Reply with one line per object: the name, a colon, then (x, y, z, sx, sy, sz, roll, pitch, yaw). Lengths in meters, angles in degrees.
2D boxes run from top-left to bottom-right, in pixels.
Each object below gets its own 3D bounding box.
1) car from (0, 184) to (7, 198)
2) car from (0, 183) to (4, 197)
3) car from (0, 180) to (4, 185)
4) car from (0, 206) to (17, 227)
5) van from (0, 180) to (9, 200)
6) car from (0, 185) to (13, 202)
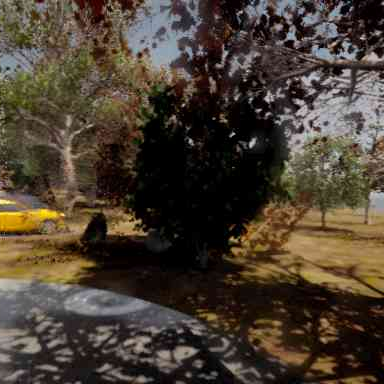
car: (-22.616, -0.165, 35.413, 4.792, 1.488, 2.163, 1, 3, -35)
car: (-24.134, -0.293, 37.568, 4.792, 1.488, 2.163, 1, 2, -35)
car: (-17.755, -0.011, 28.516, 5.566, 2.045, 2.435, 1, 3, -35)
car: (-8.306, 1.106, 15.037, 5.008, 1.535, 2.097, 1, 3, -35)
van: (-20.941, -0.280, 33.191, 4.442, 1.987, 1.878, 1, 3, -35)
car: (-19.405, 0.123, 30.754, 4.792, 1.488, 2.163, 1, 3, -35)
